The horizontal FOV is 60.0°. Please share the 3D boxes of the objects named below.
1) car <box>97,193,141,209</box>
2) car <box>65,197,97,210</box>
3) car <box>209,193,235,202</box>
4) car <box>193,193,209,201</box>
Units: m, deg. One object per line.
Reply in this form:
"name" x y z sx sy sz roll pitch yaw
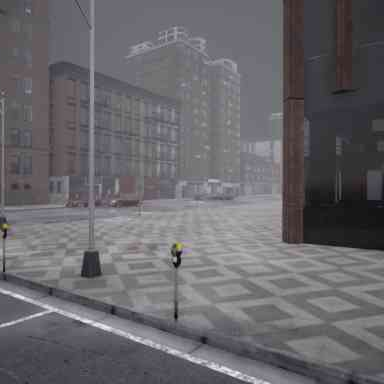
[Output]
"car" -7.908 0.947 37.429 2.097 1.767 4.553 0 1 36
"car" -11.818 1.209 37.560 1.895 1.301 4.718 0 1 36
"car" 5.324 0.891 55.680 1.895 1.301 4.718 0 1 36
"car" 1.962 0.855 56.593 1.994 1.385 4.181 0 1 36
